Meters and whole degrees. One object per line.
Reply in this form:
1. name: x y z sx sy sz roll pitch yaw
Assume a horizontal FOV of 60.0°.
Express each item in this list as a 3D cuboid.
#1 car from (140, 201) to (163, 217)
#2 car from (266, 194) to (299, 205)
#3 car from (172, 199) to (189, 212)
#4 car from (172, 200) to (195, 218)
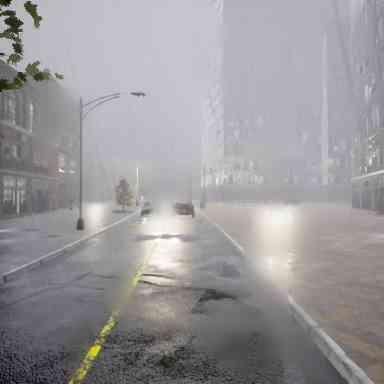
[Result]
1. car: -3.784 1.549 31.629 2.033 1.411 5.357 0 0 -3
2. car: 13.956 1.201 51.535 5.009 1.841 2.192 0 -1 15
3. car: -1.491 1.607 40.679 1.895 1.301 4.718 0 0 -4
4. car: -0.811 1.483 30.803 1.882 1.535 5.008 0 0 -3
